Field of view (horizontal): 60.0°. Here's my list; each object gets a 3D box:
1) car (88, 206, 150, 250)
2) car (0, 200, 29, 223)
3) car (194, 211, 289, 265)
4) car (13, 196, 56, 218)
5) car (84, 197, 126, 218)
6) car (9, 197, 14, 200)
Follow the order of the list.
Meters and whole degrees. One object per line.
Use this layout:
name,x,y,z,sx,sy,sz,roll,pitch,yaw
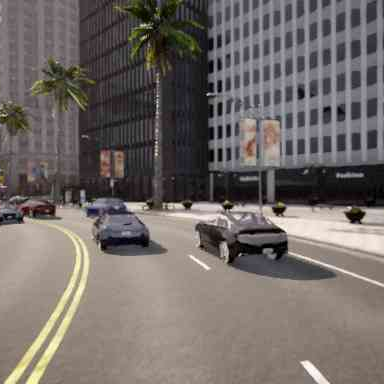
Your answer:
car,-3.190,1.518,14.380,1.994,1.385,4.181,0,0,-21
car,-13.840,1.549,24.353,1.994,1.385,4.181,-1,0,-42
car,1.458,1.425,11.621,2.128,1.511,4.902,0,0,-16
car,-13.852,1.437,29.621,1.882,1.535,5.008,-1,0,-44
car,-7.215,1.273,27.491,2.097,1.767,4.553,-1,0,-40
car,-26.536,1.433,50.742,4.892,1.521,2.231,0,0,43
